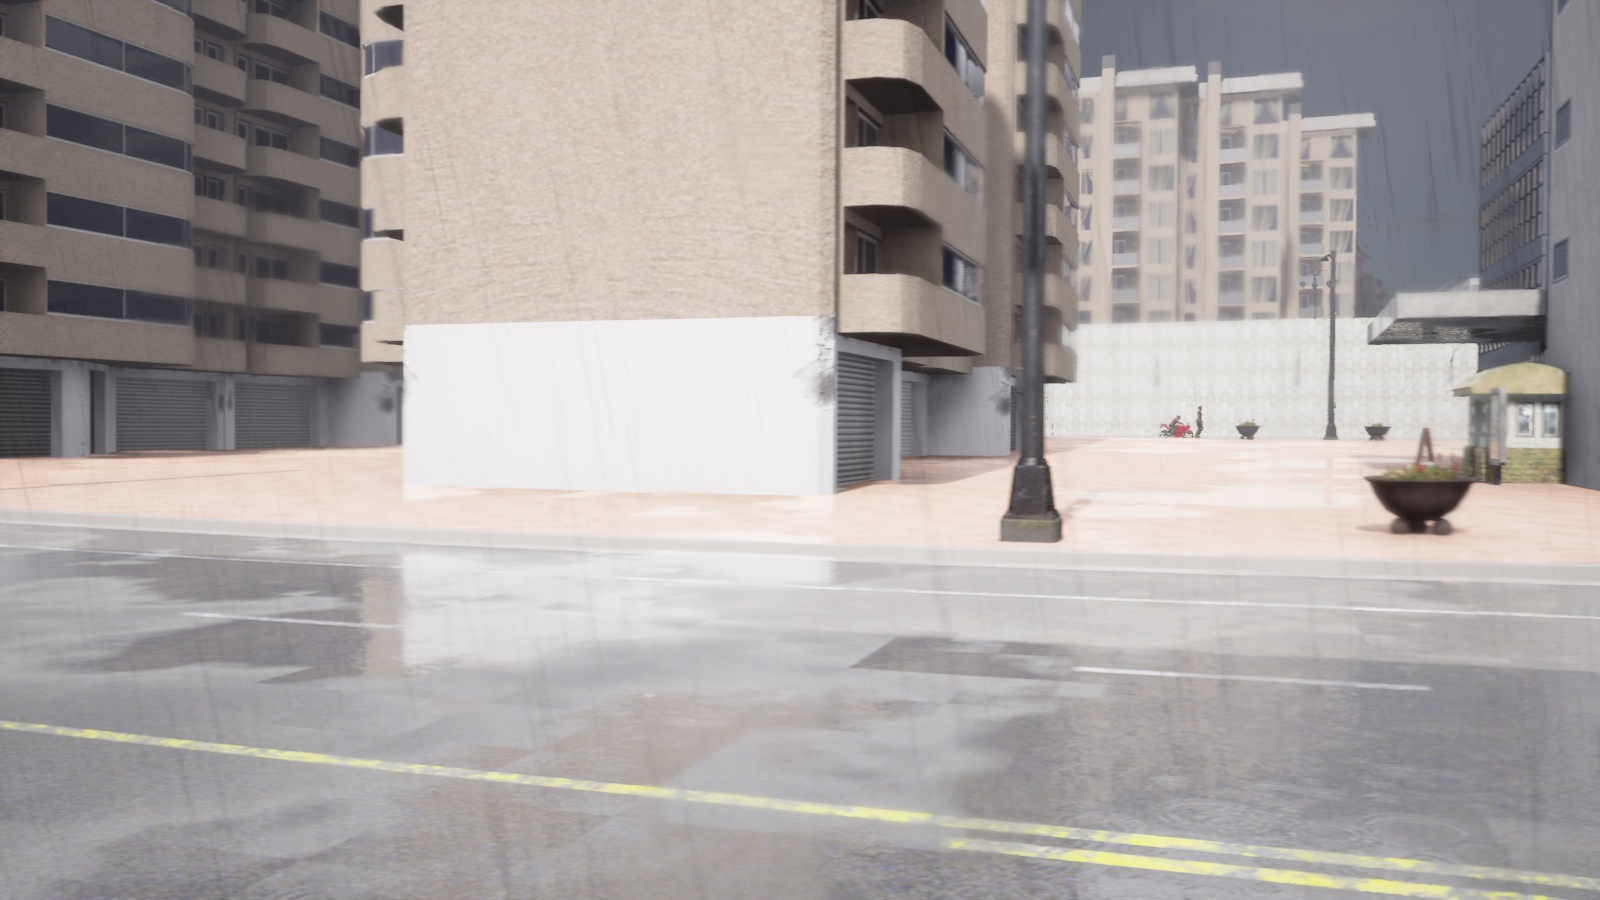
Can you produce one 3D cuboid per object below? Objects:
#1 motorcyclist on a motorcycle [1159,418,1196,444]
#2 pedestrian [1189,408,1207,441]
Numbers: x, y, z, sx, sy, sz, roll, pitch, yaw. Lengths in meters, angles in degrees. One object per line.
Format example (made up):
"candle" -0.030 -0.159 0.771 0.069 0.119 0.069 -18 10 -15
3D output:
"motorcyclist on a motorcycle" 22.688 -1.166 75.527 2.044 1.523 0.797 1 1 20
"pedestrian" 21.921 -1.380 69.156 0.869 1.805 0.328 1 1 27
